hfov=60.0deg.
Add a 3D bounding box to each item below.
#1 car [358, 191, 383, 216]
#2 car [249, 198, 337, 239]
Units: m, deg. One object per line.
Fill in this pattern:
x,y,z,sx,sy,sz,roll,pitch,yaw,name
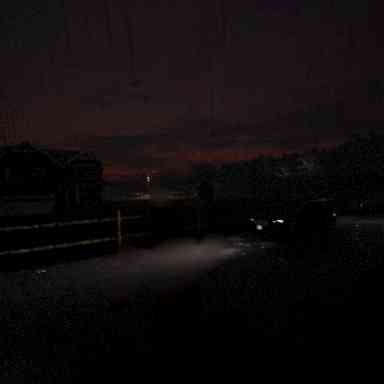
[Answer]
12.434,0.701,21.266,5.008,1.535,1.882,-2,2,-40,car
4.506,1.043,14.609,4.902,1.511,2.128,-3,2,-40,car
